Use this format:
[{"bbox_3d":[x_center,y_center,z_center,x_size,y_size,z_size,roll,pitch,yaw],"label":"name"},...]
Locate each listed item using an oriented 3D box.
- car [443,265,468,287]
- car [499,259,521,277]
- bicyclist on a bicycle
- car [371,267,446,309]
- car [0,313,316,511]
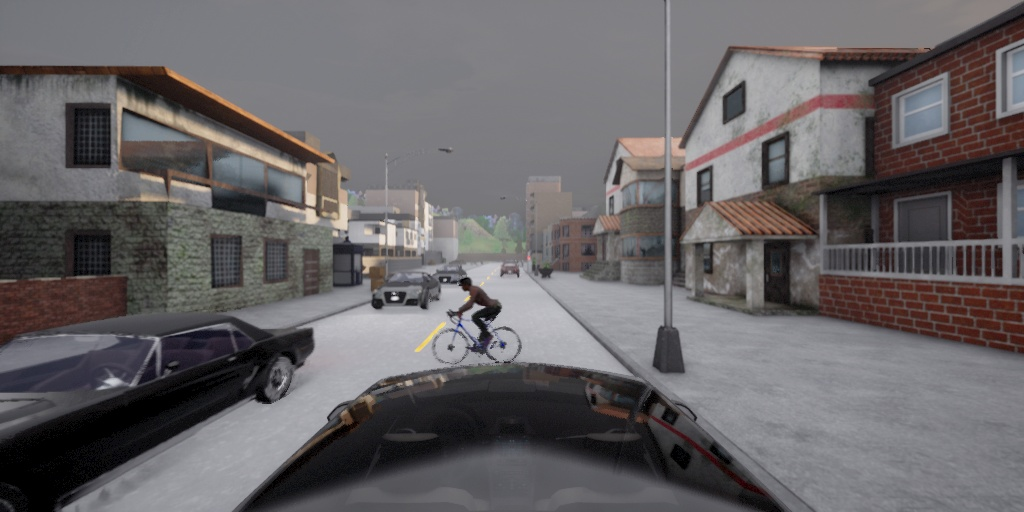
[{"bbox_3d":[-4.257,1.348,24.931,1.994,1.385,4.181,0,0,1],"label":"car"},{"bbox_3d":[-0.203,1.325,36.593,1.812,1.442,4.674,0,0,0],"label":"car"},{"bbox_3d":[-0.665,1.204,6.618,1.656,1.620,0.582,-2,0,0],"label":"bicyclist on a bicycle"},{"bbox_3d":[-4.198,1.334,14.814,1.994,1.385,4.181,0,0,0],"label":"car"},{"bbox_3d":[-4.108,1.355,3.597,1.895,1.301,4.718,0,0,-1],"label":"car"}]
